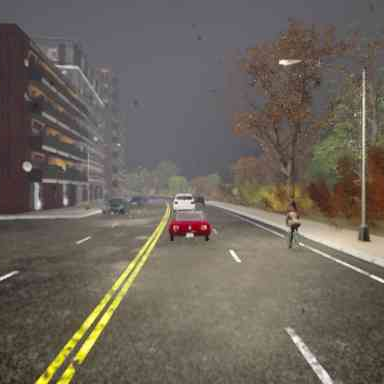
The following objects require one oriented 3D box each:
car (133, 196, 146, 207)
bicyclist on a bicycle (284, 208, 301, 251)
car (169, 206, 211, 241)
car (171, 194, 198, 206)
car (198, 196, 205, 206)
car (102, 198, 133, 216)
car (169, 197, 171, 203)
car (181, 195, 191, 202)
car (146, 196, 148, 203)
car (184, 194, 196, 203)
[{"bbox_3d":[-8.634,1.537,51.771,1.812,1.442,4.674,0,0,-4],"label":"car"},{"bbox_3d":[3.979,1.455,13.103,0.582,1.620,1.656,0,0,-1],"label":"bicyclist on a bicycle"},{"bbox_3d":[-0.147,1.606,16.780,1.895,1.301,4.718,0,0,-1],"label":"car"},{"bbox_3d":[-0.879,1.229,35.252,2.150,2.045,5.566,0,0,-3],"label":"car"},{"bbox_3d":[1.008,1.501,55.566,1.837,1.490,4.892,0,-1,-5],"label":"car"},{"bbox_3d":[-7.489,1.365,33.050,2.097,1.767,4.553,0,0,-3],"label":"car"},{"bbox_3d":[-3.809,1.523,71.332,2.128,1.511,4.902,0,0,-6],"label":"car"},{"bbox_3d":[-1.519,1.467,80.136,1.882,1.535,5.008,0,0,-7],"label":"car"},{"bbox_3d":[-9.978,1.486,67.810,1.882,1.535,5.008,0,0,-6],"label":"car"},{"bbox_3d":[-0.399,1.350,69.979,2.097,1.767,4.553,0,0,-6],"label":"car"}]
